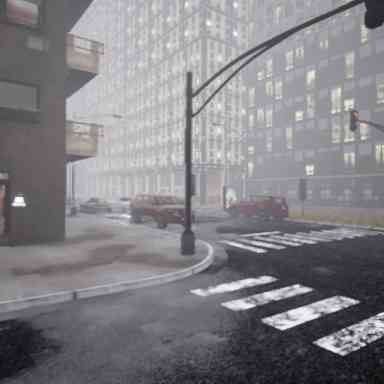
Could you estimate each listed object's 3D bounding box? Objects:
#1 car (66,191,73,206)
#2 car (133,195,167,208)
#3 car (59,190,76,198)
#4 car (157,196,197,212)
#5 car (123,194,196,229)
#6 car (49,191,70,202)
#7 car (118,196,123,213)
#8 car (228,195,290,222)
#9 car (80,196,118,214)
[{"bbox_3d":[-14.890,0.887,37.766,2.008,1.369,4.403,2,0,-36],"label":"car"},{"bbox_3d":[-4.890,1.078,38.253,1.947,1.339,4.313,2,0,-36],"label":"car"},{"bbox_3d":[-24.438,0.420,65.190,1.887,1.381,4.507,2,0,-36],"label":"car"},{"bbox_3d":[-1.631,1.182,33.763,1.947,1.339,4.313,2,0,-36],"label":"car"},{"bbox_3d":[-1.852,1.069,19.813,2.192,1.841,5.009,2,0,-36],"label":"car"},{"bbox_3d":[-19.319,0.670,48.405,1.812,1.442,4.674,1,1,-36],"label":"car"},{"bbox_3d":[-6.034,1.101,29.978,1.812,1.442,4.674,1,1,-36],"label":"car"},{"bbox_3d":[4.893,1.139,24.785,2.192,1.841,5.009,2,0,-36],"label":"car"},{"bbox_3d":[-8.376,1.128,28.790,1.802,1.307,4.206,2,0,-36],"label":"car"}]
